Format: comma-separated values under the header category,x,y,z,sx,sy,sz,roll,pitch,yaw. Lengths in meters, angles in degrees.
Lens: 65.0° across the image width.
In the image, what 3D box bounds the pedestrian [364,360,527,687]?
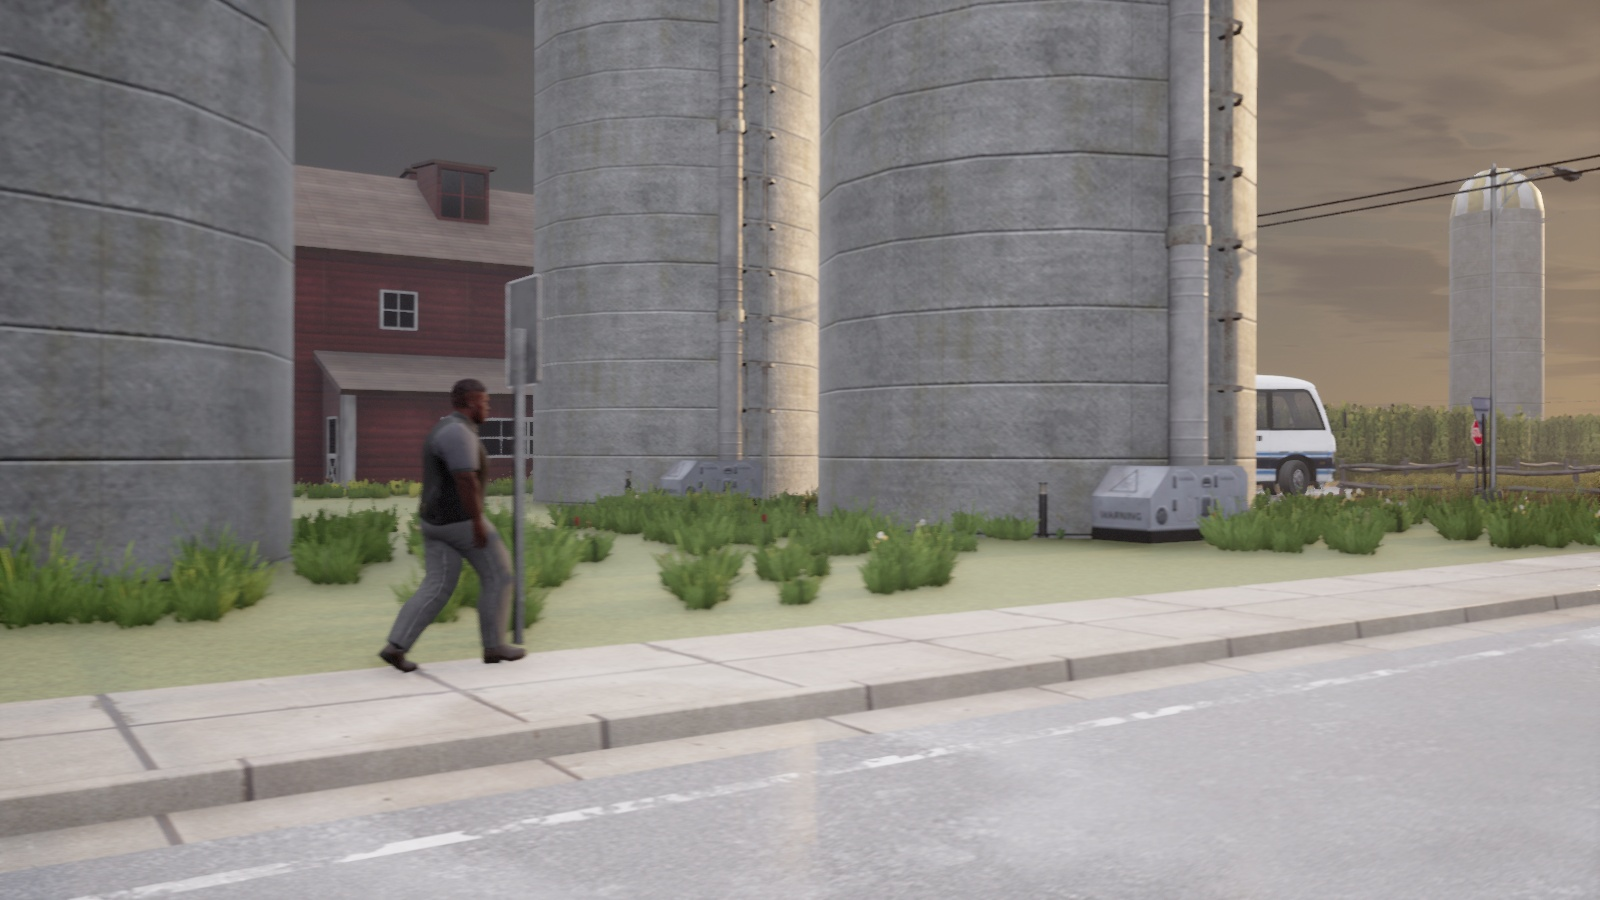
category,x,y,z,sx,sy,sz,roll,pitch,yaw
pedestrian,-2.172,0.424,7.692,0.849,1.883,0.563,0,0,-30

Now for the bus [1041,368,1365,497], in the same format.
category,x,y,z,sx,sy,sz,roll,pitch,yaw
bus,13.910,-0.552,44.335,10.273,4.253,3.944,0,-1,6
